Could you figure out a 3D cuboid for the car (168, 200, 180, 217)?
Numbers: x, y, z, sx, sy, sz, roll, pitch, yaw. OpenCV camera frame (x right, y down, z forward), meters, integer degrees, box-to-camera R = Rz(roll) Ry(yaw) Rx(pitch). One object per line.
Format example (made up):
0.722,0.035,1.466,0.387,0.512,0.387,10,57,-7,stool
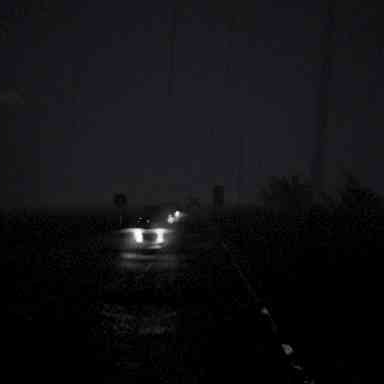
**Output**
-2.703,1.894,36.250,2.033,1.411,5.357,0,-1,0,car

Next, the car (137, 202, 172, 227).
-2.839,1.743,24.778,1.837,1.490,4.892,0,-1,2,car

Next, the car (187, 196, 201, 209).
0.328,1.777,57.535,2.150,2.045,5.566,0,-1,0,car
